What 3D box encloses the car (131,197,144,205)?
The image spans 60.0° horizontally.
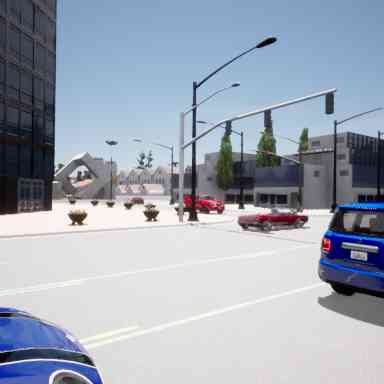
[{"bbox_3d":[-10.272,1.646,62.296,1.882,1.535,5.008,1,0,-20],"label":"car"}]

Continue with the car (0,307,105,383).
[{"bbox_3d":[-2.747,1.352,1.783,4.553,1.767,2.097,0,0,-35],"label":"car"}]

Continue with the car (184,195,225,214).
[{"bbox_3d":[1.267,1.314,36.702,2.150,2.045,5.566,1,-1,-35],"label":"car"}]

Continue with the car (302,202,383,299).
[{"bbox_3d":[5.179,1.239,7.497,5.566,2.045,2.150,0,0,-35],"label":"car"}]

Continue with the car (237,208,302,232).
[{"bbox_3d":[4.994,1.650,20.478,4.718,1.301,1.895,0,0,-36],"label":"car"}]
